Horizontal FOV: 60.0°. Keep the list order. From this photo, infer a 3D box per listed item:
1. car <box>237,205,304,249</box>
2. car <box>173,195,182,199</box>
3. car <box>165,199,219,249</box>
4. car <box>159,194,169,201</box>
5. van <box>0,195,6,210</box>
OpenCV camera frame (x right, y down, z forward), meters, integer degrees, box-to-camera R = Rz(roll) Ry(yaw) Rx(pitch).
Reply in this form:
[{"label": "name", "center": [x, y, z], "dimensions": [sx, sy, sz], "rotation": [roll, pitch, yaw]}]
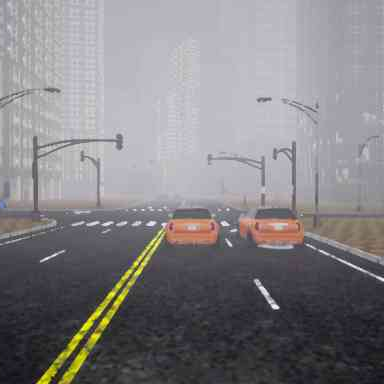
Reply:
[{"label": "car", "center": [3.250, 1.358, 14.621], "dimensions": [2.097, 1.767, 4.553], "rotation": [0, 0, 0]}, {"label": "car", "center": [-3.428, 1.398, 79.089], "dimensions": [1.812, 1.442, 4.674], "rotation": [0, 0, -1]}, {"label": "car", "center": [0.000, 1.358, 14.622], "dimensions": [2.097, 1.767, 4.553], "rotation": [0, 0, 0]}, {"label": "car", "center": [-6.676, 1.230, 78.989], "dimensions": [2.097, 1.767, 4.553], "rotation": [0, 0, -1]}, {"label": "van", "center": [-22.651, 1.181, 36.497], "dimensions": [3.998, 1.788, 1.690], "rotation": [0, 0, 1]}]
